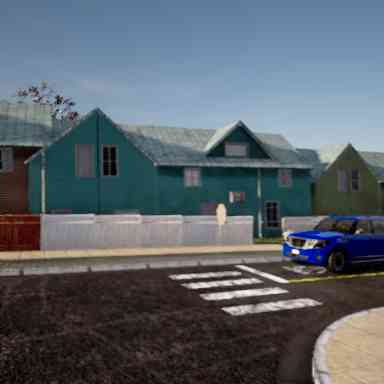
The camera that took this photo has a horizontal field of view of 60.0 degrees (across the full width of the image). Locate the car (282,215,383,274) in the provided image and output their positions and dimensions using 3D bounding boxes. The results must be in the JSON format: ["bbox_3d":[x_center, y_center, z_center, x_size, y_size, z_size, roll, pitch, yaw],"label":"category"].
[{"bbox_3d":[6.313,1.945,13.345,5.566,2.045,2.150,3,-2,-24],"label":"car"}]
